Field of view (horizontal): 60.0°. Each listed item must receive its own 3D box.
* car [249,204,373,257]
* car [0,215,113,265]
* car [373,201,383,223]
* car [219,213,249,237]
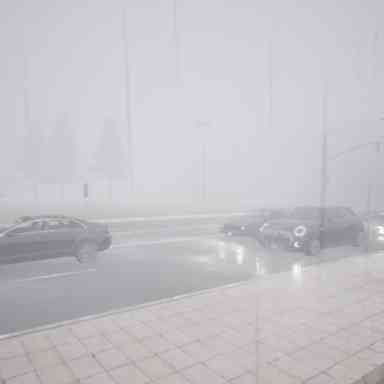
[{"bbox_3d":[4.687,1.295,12.862,4.553,1.767,2.097,0,0,-35],"label":"car"},{"bbox_3d":[-4.925,1.483,10.299,4.902,1.511,2.128,0,0,-35],"label":"car"},{"bbox_3d":[13.655,1.398,23.547,4.674,1.442,1.812,0,0,-36],"label":"car"},{"bbox_3d":[3.903,1.482,16.552,5.357,1.411,2.033,0,0,-35],"label":"car"}]
